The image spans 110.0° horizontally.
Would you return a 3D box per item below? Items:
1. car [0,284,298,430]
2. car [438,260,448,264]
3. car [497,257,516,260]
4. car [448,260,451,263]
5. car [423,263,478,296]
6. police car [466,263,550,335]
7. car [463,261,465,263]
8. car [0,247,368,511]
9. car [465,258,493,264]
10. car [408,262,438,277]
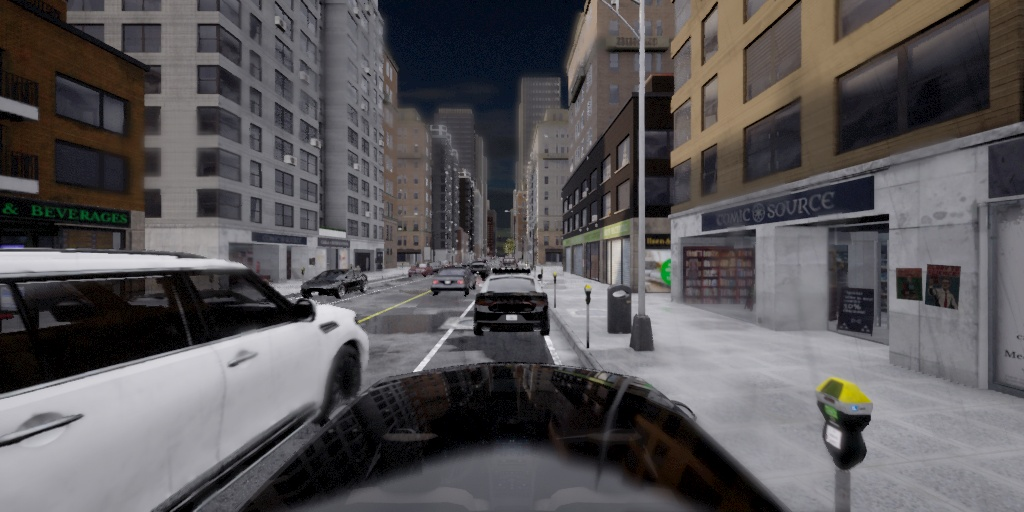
[{"bbox_3d":[-6.249,1.351,6.493,1.895,1.301,4.718,0,0,0],"label":"car"},{"bbox_3d":[-8.796,1.317,40.305,1.948,1.339,4.313,0,0,0],"label":"car"},{"bbox_3d":[-0.270,1.066,40.308,2.192,1.841,5.009,0,0,0],"label":"car"},{"bbox_3d":[-8.794,1.191,45.830,1.967,1.591,4.097,0,0,0],"label":"car"},{"bbox_3d":[-3.037,1.298,19.456,2.033,1.411,5.357,0,0,0],"label":"car"},{"bbox_3d":[-0.008,1.175,10.608,1.930,1.638,5.238,0,0,0],"label":"police car"},{"bbox_3d":[-6.124,1.405,49.596,1.895,1.301,4.718,0,0,0],"label":"car"},{"bbox_3d":[-3.047,0.973,2.570,2.150,2.045,5.566,0,0,0],"label":"car"},{"bbox_3d":[-3.130,1.256,34.912,1.837,1.490,4.892,0,0,0],"label":"car"},{"bbox_3d":[-8.799,1.333,34.780,1.802,1.307,4.207,0,0,0],"label":"car"}]
